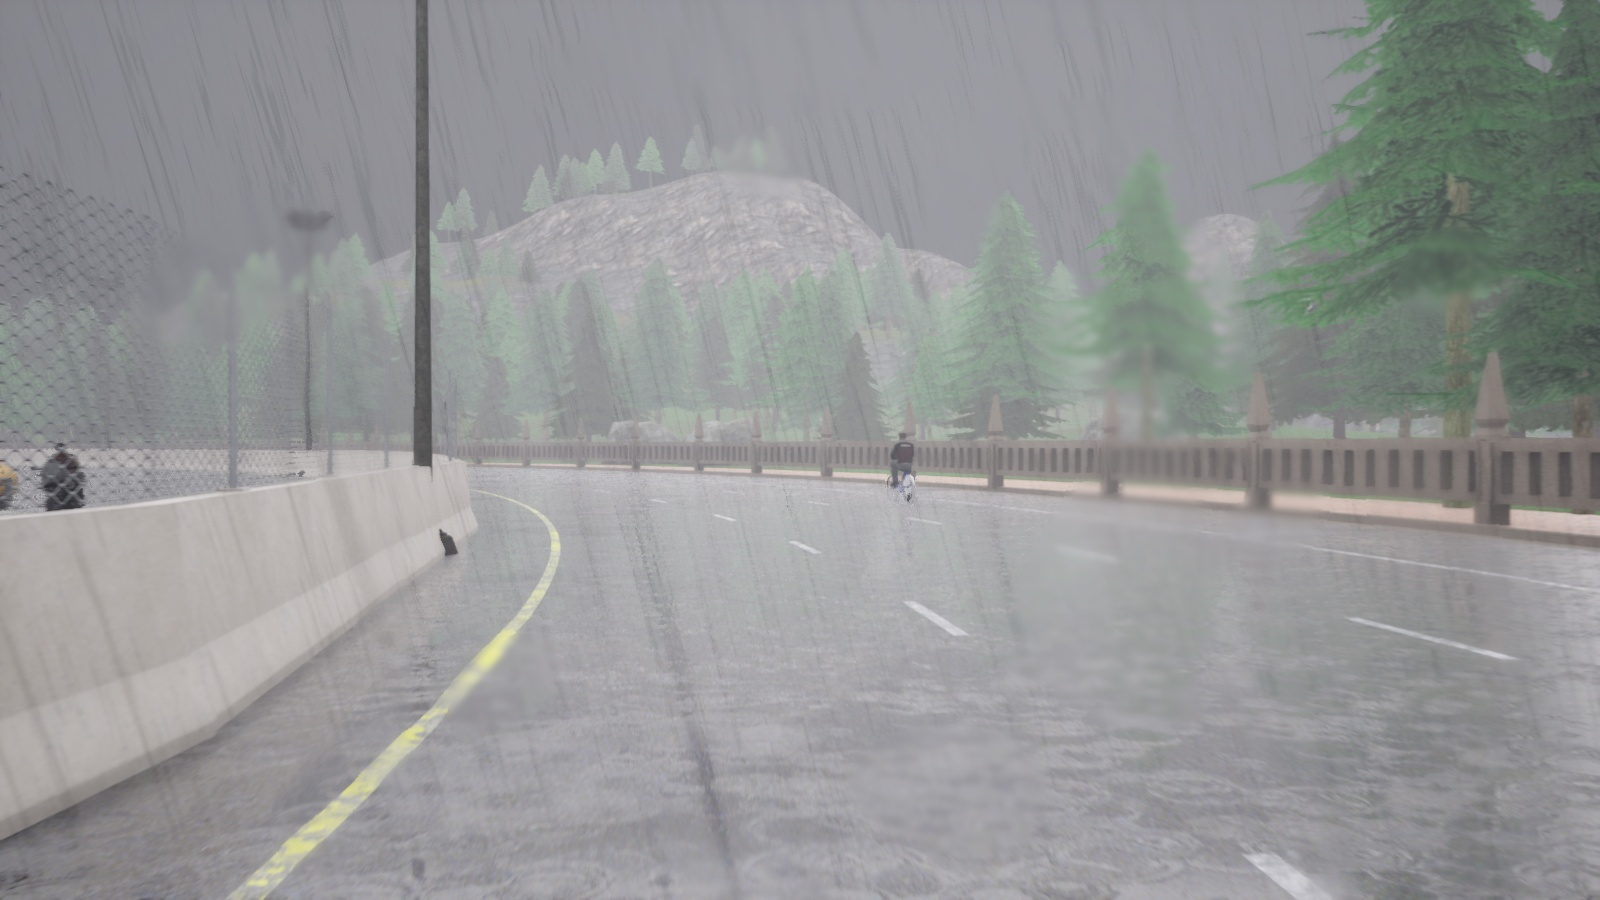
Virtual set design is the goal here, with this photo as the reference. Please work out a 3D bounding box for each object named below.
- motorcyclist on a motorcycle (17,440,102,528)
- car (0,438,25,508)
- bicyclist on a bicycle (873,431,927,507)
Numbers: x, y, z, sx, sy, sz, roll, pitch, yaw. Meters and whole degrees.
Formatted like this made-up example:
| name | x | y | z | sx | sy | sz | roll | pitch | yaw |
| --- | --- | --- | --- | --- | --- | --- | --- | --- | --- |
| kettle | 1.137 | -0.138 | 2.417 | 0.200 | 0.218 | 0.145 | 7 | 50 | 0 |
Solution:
| name | x | y | z | sx | sy | sz | roll | pitch | yaw |
| --- | --- | --- | --- | --- | --- | --- | --- | --- | --- |
| motorcyclist on a motorcycle | -13.613 | 0.594 | 23.150 | 0.797 | 1.523 | 2.044 | -1 | 1 | -15 |
| car | -18.589 | 0.526 | 27.313 | 1.801 | 1.575 | 5.366 | 0 | 0 | -19 |
| bicyclist on a bicycle | 2.404 | 0.446 | 30.459 | 0.659 | 1.776 | 1.843 | -1 | 1 | -16 |
